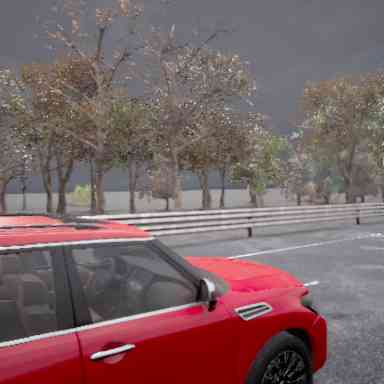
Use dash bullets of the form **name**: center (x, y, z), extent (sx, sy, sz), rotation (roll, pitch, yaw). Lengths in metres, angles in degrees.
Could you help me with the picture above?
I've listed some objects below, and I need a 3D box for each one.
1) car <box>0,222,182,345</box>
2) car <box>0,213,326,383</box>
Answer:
- **car**: center (-2.729, 1.501, 6.098), extent (4.892, 1.490, 1.837), rotation (0, 0, -35)
- **car**: center (-1.190, 1.220, 2.898), extent (5.566, 2.045, 2.150), rotation (0, 0, -35)
